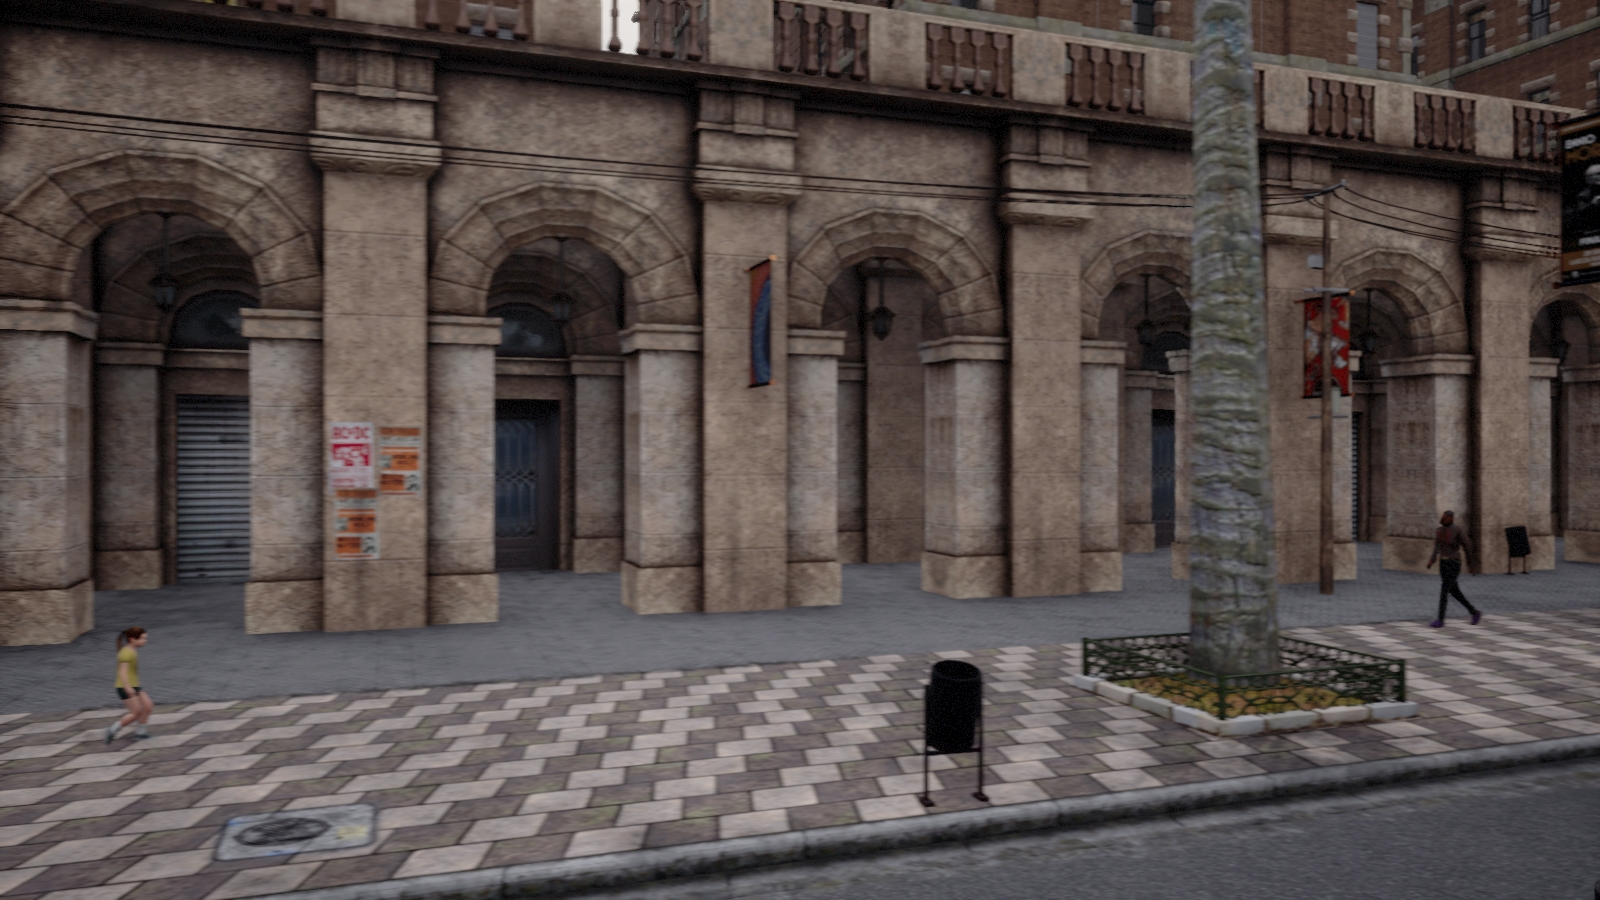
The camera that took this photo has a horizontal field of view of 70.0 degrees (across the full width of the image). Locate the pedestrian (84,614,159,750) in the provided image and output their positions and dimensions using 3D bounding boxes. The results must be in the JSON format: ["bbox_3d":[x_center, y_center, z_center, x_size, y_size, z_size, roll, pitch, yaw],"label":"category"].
[{"bbox_3d":[-6.127,2.076,10.336,0.500,1.100,0.500,0,0,-20],"label":"pedestrian"}]

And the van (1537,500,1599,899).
[{"bbox_3d":[6.796,1.534,5.776,5.915,2.561,1.988,0,0,-20],"label":"van"}]

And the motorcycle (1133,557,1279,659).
[{"bbox_3d":[5.686,2.182,16.014,1.805,1.236,0.856,0,0,-20],"label":"motorcycle"}]

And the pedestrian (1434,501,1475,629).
[{"bbox_3d":[9.755,1.696,17.036,0.375,1.860,0.375,0,0,-19],"label":"pedestrian"}]
